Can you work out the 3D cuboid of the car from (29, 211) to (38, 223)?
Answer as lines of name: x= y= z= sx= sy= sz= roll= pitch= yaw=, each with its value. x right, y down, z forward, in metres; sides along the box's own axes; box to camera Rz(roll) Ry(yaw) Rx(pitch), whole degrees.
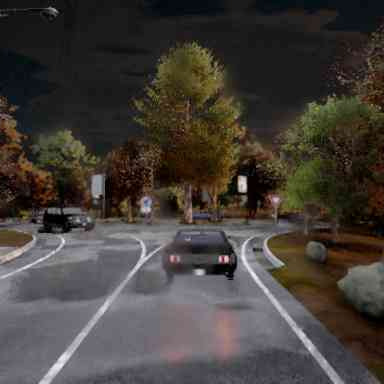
car: x=-19.555 y=3.100 z=45.167 sx=2.150 sy=2.045 sz=5.566 roll=-1 pitch=-3 yaw=9

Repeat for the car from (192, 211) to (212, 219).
car: x=1.523 y=4.090 z=58.633 sx=5.357 sy=1.411 sz=2.033 roll=0 pitch=-3 yaw=17

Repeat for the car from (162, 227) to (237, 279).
car: x=0.309 y=1.759 z=10.452 sx=1.895 sy=1.301 sz=4.718 roll=0 pitch=-2 yaw=3

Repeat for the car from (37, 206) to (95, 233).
car: x=-9.937 y=2.126 z=26.612 sx=5.566 sy=2.045 sz=2.150 roll=-3 pitch=-5 yaw=44

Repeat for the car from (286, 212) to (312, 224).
car: x=13.706 y=3.309 z=42.935 sx=2.033 sy=1.411 sz=5.357 roll=0 pitch=-3 yaw=-1
